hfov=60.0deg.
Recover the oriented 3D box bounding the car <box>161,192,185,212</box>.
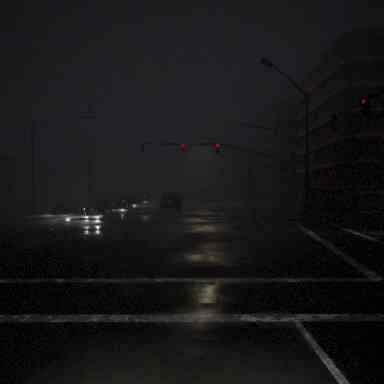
[{"bbox_3d":[-2.248,1.053,37.310,2.150,2.045,5.566,0,1,0],"label":"car"}]

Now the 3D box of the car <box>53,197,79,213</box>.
[{"bbox_3d":[-13.007,1.346,35.324,1.882,1.535,5.008,0,1,1],"label":"car"}]

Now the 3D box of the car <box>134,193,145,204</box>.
[{"bbox_3d":[-9.280,1.132,52.943,2.033,1.411,5.357,0,1,1],"label":"car"}]

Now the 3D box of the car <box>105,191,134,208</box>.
[{"bbox_3d":[-9.402,1.106,43.299,2.097,1.767,4.553,0,1,1],"label":"car"}]

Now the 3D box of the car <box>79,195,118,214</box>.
[{"bbox_3d":[-9.519,1.369,34.257,2.128,1.511,4.902,0,1,1],"label":"car"}]

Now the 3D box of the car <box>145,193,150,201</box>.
[{"bbox_3d":[-9.093,0.947,63.478,2.033,1.411,5.357,0,1,1],"label":"car"}]

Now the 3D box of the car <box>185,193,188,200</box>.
[{"bbox_3d":[-1.910,0.866,66.748,1.812,1.442,4.674,0,1,1],"label":"car"}]

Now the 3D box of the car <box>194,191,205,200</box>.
[{"bbox_3d":[1.574,0.855,65.405,2.128,1.511,4.902,0,1,1],"label":"car"}]

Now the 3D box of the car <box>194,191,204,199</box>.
[{"bbox_3d":[1.604,0.556,75.795,2.097,1.767,4.553,0,1,1],"label":"car"}]
